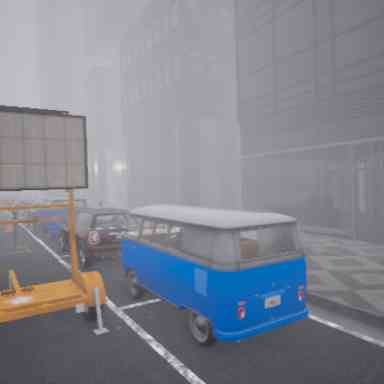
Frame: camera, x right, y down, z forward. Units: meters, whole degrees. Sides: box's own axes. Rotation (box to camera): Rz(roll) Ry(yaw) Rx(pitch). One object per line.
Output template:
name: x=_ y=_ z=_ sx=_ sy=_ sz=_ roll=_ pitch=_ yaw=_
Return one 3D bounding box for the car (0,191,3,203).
car: x=-24.011 y=0.983 z=43.887 sx=1.887 sy=1.381 sz=4.507 roll=-2 pitch=2 yaw=-32

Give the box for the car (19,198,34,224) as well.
car: x=-8.971 y=1.236 z=20.125 sx=2.008 sy=1.369 sz=4.403 roll=-2 pitch=1 yaw=-32

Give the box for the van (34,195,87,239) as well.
van: x=-5.967 y=1.073 z=15.368 sx=1.690 sy=1.788 sz=3.998 roll=-2 pitch=1 yaw=-32

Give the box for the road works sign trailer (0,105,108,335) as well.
road works sign trailer: x=-3.017 y=0.380 z=5.642 sx=2.380 sy=3.560 sz=2.880 roll=-3 pitch=2 yaw=-32

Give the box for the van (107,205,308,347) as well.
van: x=0.050 y=1.165 z=5.862 sx=1.690 sy=1.788 sz=3.998 roll=-2 pitch=1 yaw=-32

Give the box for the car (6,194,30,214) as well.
car: x=-14.987 y=1.139 z=29.630 sx=2.008 sy=1.369 sz=4.403 roll=-2 pitch=2 yaw=-32

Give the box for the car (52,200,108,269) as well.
car: x=-2.956 y=1.219 z=10.617 sx=1.967 sy=1.590 sz=4.097 roll=-2 pitch=1 yaw=-32

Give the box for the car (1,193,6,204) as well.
car: x=-21.003 y=1.034 z=39.134 sx=1.887 sy=1.381 sz=4.507 roll=-2 pitch=2 yaw=-32

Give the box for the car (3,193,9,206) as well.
car: x=-17.996 y=1.084 z=34.382 sx=1.887 sy=1.381 sz=4.507 roll=-2 pitch=2 yaw=-32
